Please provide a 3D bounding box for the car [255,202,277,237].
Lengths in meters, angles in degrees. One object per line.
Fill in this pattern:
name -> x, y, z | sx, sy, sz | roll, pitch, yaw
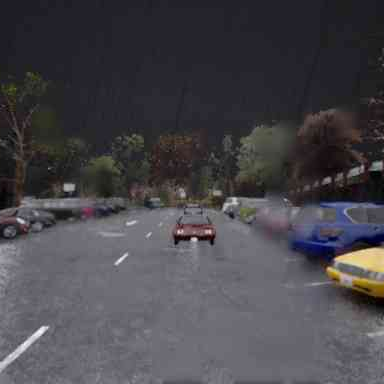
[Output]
car -> 5.925, 1.557, 17.041 | 4.553, 1.767, 2.185 | 1, -1, -20

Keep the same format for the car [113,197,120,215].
car -> -10.956, 1.637, 35.387 | 5.566, 2.045, 2.435 | -1, -1, -20

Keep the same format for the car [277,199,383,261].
car -> 5.977, 1.363, 11.018 | 5.566, 2.045, 2.435 | 1, -1, -20

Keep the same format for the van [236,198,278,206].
van -> 6.072, 1.561, 26.159 | 4.442, 1.987, 1.878 | 1, -1, -20

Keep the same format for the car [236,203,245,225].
car -> 5.965, 1.753, 23.089 | 4.892, 1.521, 2.231 | 1, 0, -20

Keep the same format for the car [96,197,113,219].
car -> -10.960, 1.604, 32.428 | 5.566, 2.045, 2.435 | -1, -1, -20

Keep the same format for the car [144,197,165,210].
car -> -6.188, 1.832, 53.952 | 2.150, 2.045, 5.566 | 1, -1, -25

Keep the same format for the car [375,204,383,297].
car -> 5.912, 1.293, 4.955 | 5.566, 2.045, 2.435 | 1, 0, -20

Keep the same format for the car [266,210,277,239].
car -> 5.919, 1.678, 14.016 | 4.792, 1.488, 2.163 | 1, 0, -20

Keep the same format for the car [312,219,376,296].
car -> 5.771, 1.573, 7.915 | 5.366, 1.575, 1.946 | 1, 0, -20

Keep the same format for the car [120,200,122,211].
car -> -10.957, 1.951, 38.351 | 4.792, 1.488, 2.163 | -1, -1, -20

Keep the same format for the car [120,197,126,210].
car -> -10.996, 1.703, 41.271 | 5.566, 2.045, 2.435 | -1, 0, -20

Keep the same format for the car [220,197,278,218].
car -> 5.993, 1.636, 35.200 | 5.566, 2.045, 2.435 | 1, -1, -20

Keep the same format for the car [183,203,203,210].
car -> 0.121, 1.878, 34.037 | 2.128, 1.511, 4.902 | 0, -1, 0

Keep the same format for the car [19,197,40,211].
car -> -26.641, 1.854, 54.653 | 2.435, 2.045, 5.566 | 0, 0, -19

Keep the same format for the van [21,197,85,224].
van -> -11.097, 1.565, 26.452 | 4.442, 1.987, 1.878 | -1, 0, -20

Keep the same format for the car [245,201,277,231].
car -> 5.919, 1.591, 20.071 | 4.553, 1.767, 2.185 | 1, -1, -20

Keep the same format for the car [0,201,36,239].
car -> -11.023, 1.565, 17.609 | 4.553, 1.767, 2.185 | -1, -1, -20

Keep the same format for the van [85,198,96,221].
van -> -11.094, 1.598, 29.411 | 4.442, 1.987, 1.878 | -1, 0, -20

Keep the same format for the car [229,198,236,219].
car -> 5.999, 1.694, 29.141 | 4.553, 1.767, 2.185 | 1, 0, -20

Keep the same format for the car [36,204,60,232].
car -> -10.990, 1.725, 20.582 | 4.892, 1.521, 2.231 | 0, 0, -20

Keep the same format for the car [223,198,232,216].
car -> 5.949, 1.601, 32.140 | 5.566, 2.045, 2.435 | 1, 0, -20

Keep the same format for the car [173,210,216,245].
car -> 0.106, 1.793, 16.657 | 1.895, 1.301, 4.718 | 0, -1, 0
